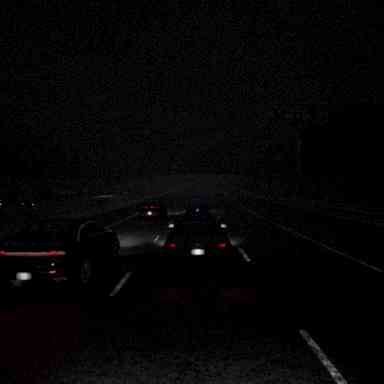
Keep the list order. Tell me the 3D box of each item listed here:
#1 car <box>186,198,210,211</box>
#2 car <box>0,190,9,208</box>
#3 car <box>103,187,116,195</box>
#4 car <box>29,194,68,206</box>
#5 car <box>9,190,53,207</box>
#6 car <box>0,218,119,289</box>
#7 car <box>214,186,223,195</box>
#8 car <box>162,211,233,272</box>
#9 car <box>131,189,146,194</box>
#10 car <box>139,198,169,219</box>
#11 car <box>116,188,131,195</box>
[{"bbox_3d":[0.489,1.209,28.441,1.882,1.535,5.008,0,1,1],"label":"car"},{"bbox_3d":[-20.468,0.785,36.863,2.150,2.045,5.566,0,1,2],"label":"car"},{"bbox_3d":[-18.525,-0.263,75.527,2.097,1.767,4.553,0,2,4],"label":"car"},{"bbox_3d":[-13.598,1.217,32.525,1.994,1.385,4.181,0,1,2],"label":"car"},{"bbox_3d":[-16.988,0.798,36.235,2.150,2.045,5.566,0,1,2],"label":"car"},{"bbox_3d":[-3.342,1.454,9.070,2.128,1.511,4.902,0,0,0],"label":"car"},{"bbox_3d":[5.963,0.036,74.561,1.895,1.301,4.718,0,3,4],"label":"car"},{"bbox_3d":[0.174,1.516,10.658,1.994,1.385,4.181,0,0,1],"label":"car"},{"bbox_3d":[-11.542,-0.067,75.039,2.033,1.411,5.357,0,2,4],"label":"car"},{"bbox_3d":[-3.050,1.263,26.840,1.837,1.490,4.892,0,1,1],"label":"car"},{"bbox_3d":[-15.034,-0.112,75.270,1.837,1.490,4.892,0,2,4],"label":"car"}]
